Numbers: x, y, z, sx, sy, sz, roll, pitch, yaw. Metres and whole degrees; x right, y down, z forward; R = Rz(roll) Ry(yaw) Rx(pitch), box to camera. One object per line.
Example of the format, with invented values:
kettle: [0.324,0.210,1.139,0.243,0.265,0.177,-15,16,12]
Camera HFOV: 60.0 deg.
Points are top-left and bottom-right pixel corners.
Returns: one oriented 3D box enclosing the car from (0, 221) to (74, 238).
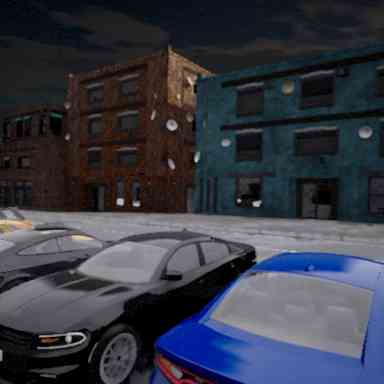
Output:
car: [-2.897,1.475,7.209,2.002,1.452,4.674,1,0,35]

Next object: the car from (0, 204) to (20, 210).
car: [-7.408,1.267,10.467,2.185,1.767,4.553,1,0,35]

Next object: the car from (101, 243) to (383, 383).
car: [1.634,1.474,3.974,2.097,1.535,5.008,0,0,35]

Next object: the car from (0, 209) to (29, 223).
car: [-5.054,1.411,8.977,1.946,1.575,5.366,1,0,35]

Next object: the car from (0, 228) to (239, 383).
car: [-0.626,1.454,5.598,2.097,1.535,5.008,0,0,35]
